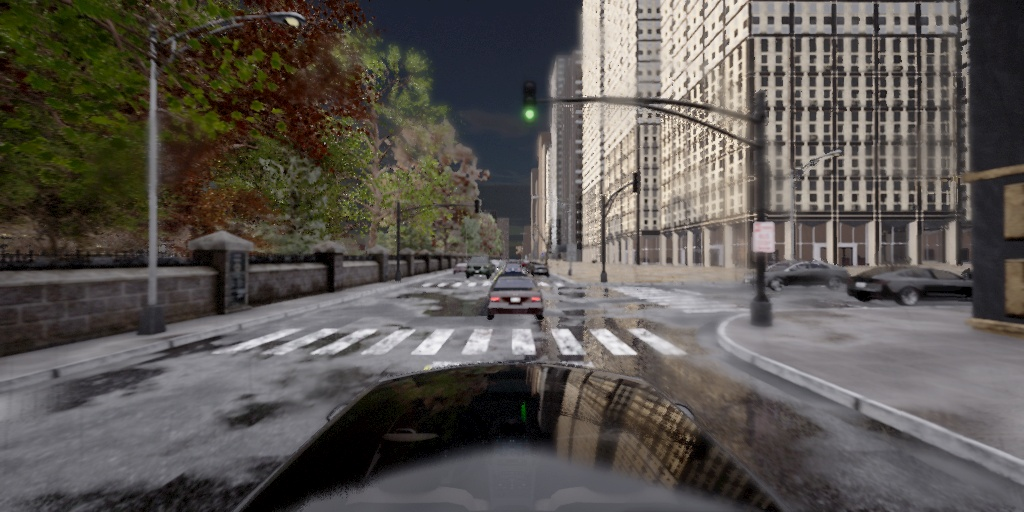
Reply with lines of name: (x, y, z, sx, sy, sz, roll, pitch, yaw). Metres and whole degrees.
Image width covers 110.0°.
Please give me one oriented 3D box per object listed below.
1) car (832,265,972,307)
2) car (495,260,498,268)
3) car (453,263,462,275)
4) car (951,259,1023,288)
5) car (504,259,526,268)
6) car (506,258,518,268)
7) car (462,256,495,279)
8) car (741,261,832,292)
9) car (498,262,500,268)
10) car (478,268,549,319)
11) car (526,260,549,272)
car: (14.685, 1.045, 12.972, 4.313, 1.339, 1.948, 0, 0, 0)
car: (-3.082, 1.407, 44.629, 1.994, 1.385, 4.181, 0, 0, 0)
car: (-5.690, 1.417, 41.187, 1.802, 1.307, 4.207, 0, 0, 0)
car: (26.379, 0.878, 18.827, 4.181, 1.385, 1.994, -1, 0, 0)
car: (0.101, 1.374, 37.810, 2.033, 1.411, 5.357, 0, 0, 0)
car: (0.014, 1.247, 63.367, 2.097, 1.767, 4.553, 0, 0, 0)
car: (-3.093, 1.040, 34.441, 2.150, 2.045, 5.566, 0, 0, 0)
car: (14.719, 1.004, 18.768, 4.902, 1.511, 2.128, -1, 0, 0)
car: (-3.021, 1.416, 61.681, 1.812, 1.442, 4.674, 0, 0, 1)
car: (0.100, 1.319, 12.905, 2.033, 1.411, 5.357, 0, 0, 0)
car: (2.690, 1.387, 35.554, 1.948, 1.339, 4.313, 0, 0, 0)
